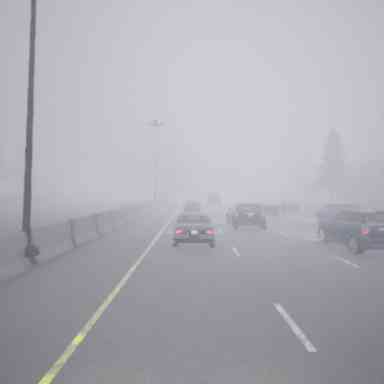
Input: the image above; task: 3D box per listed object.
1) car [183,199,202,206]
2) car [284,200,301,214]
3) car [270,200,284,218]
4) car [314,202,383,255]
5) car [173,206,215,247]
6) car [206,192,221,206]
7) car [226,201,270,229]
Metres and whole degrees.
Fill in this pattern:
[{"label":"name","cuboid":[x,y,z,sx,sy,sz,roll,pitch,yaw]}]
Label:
[{"label":"car","cuboid":[0.032,1.528,36.196,1.837,1.490,4.892,0,1,0]},{"label":"car","cuboid":[10.531,1.598,36.932,2.128,1.511,4.902,0,1,0]},{"label":"car","cuboid":[7.041,1.586,32.200,1.882,1.535,5.008,0,0,0]},{"label":"car","cuboid":[7.081,1.490,14.099,2.097,1.767,4.553,0,0,0]},{"label":"car","cuboid":[0.080,1.630,15.577,2.033,1.411,5.357,0,0,0]},{"label":"car","cuboid":[3.494,1.085,54.063,2.150,2.045,5.566,0,1,0]},{"label":"car","cuboid":[3.565,1.466,22.554,2.097,1.767,4.553,0,0,0]}]
